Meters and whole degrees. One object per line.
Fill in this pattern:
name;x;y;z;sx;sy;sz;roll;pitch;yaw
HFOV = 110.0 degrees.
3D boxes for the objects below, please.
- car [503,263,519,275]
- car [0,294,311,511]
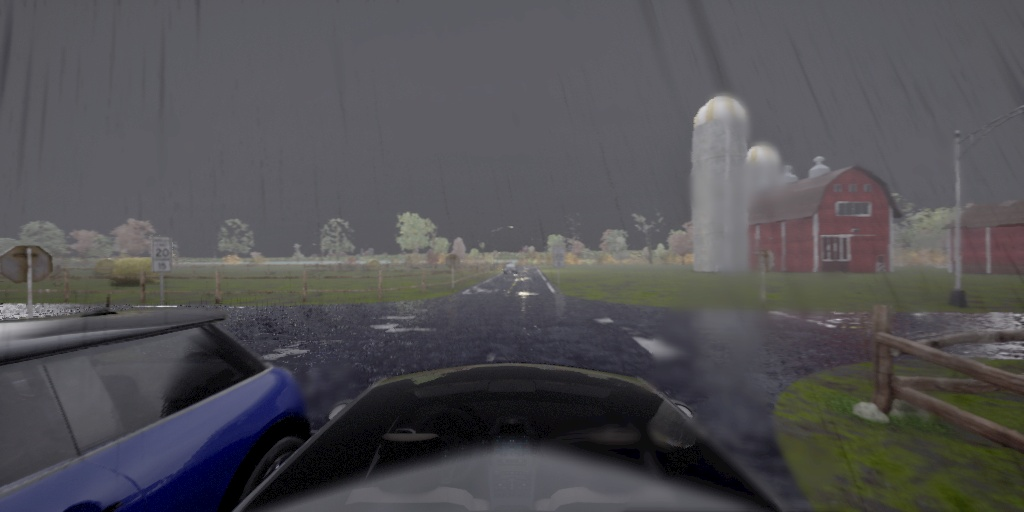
car;-0.167;1.757;49.476;1.812;1.442;4.674;-1;0;3
car;-2.692;1.118;0.903;2.097;1.767;4.553;-1;-1;3
